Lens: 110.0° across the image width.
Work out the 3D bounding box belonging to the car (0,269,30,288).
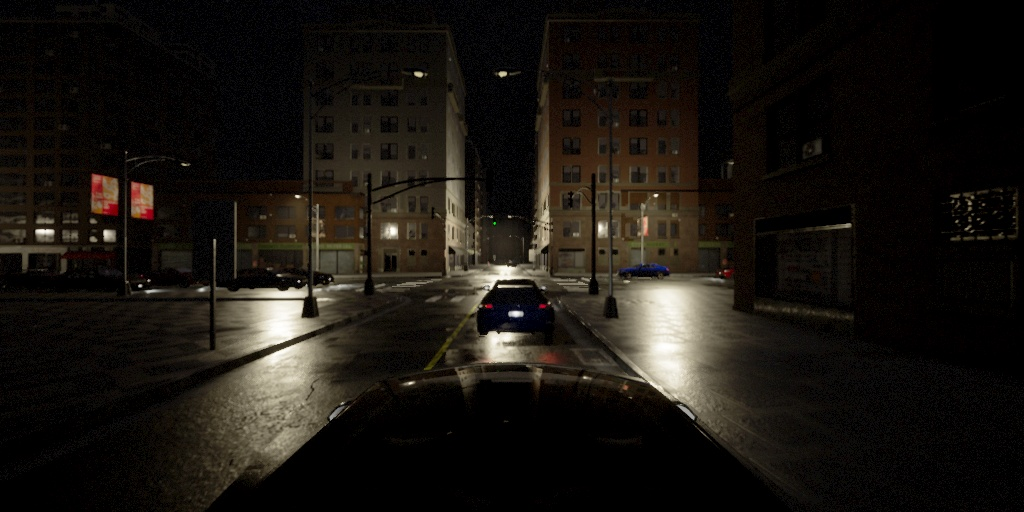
[{"bbox_3d":[-33.724,1.591,25.575,4.718,1.301,1.895,0,0,0],"label":"car"}]

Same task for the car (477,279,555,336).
[{"bbox_3d":[0.096,1.360,10.557,1.994,1.385,4.181,0,0,0],"label":"car"}]

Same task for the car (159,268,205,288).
[{"bbox_3d":[-23.832,1.521,25.617,4.181,1.385,1.994,0,0,-1],"label":"car"}]

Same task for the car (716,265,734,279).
[{"bbox_3d":[20.889,1.383,32.546,4.181,1.385,1.994,0,0,0],"label":"car"}]

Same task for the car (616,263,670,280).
[{"bbox_3d":[11.850,1.376,32.505,4.674,1.442,1.812,0,0,0],"label":"car"}]

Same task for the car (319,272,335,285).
[{"bbox_3d":[-15.052,1.487,25.664,4.181,1.385,1.994,0,0,0],"label":"car"}]

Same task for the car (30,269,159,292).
[{"bbox_3d":[-25.844,1.496,22.362,5.357,1.411,2.033,0,0,0],"label":"car"}]

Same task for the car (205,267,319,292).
[{"bbox_3d":[-15.464,1.456,22.414,5.357,1.411,2.033,0,0,0],"label":"car"}]
